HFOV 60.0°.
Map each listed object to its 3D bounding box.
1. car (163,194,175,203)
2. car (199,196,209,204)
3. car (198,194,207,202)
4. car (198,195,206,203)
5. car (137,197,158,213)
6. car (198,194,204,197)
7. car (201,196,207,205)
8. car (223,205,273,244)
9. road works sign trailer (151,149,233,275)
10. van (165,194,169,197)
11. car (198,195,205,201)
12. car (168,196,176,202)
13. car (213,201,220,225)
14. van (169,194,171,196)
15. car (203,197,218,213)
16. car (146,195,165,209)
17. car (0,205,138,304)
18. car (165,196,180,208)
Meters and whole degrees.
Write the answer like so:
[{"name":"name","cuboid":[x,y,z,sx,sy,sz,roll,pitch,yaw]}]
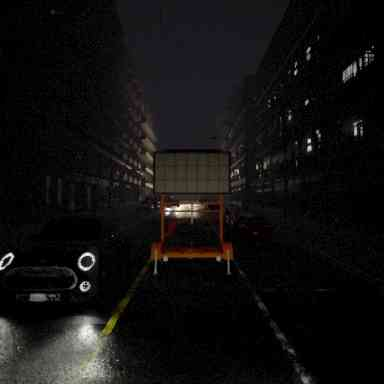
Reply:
[{"name":"car","cuboid":[-5.263,1.491,76.709,2.192,1.841,5.009,1,0,0]},{"name":"car","cuboid":[2.620,1.593,71.116,1.967,1.590,4.097,1,0,0]},{"name":"car","cuboid":[2.584,1.514,82.178,2.192,1.841,5.009,1,0,0]},{"name":"car","cuboid":[2.606,1.657,60.054,1.887,1.381,4.507,1,0,0]},{"name":"car","cuboid":[-5.282,1.576,37.826,1.752,1.417,4.829,2,0,0]},{"name":"car","cuboid":[2.608,1.676,65.584,1.887,1.381,4.507,1,0,0]},{"name":"car","cuboid":[2.600,1.614,43.462,2.008,1.369,4.403,1,0,0]},{"name":"car","cuboid":[2.590,1.556,15.808,1.887,1.381,4.507,1,0,0]},{"name":"road works sign trailer","cuboid":[0.001,0.470,10.477,2.380,3.560,2.880,0,0,0]},{"name":"van","cuboid":[-5.271,1.434,54.587,1.690,1.788,3.998,2,0,0]},{"name":"car","cuboid":[2.585,1.693,93.241,1.967,1.590,4.097,1,0,0]},{"name":"car","cuboid":[-5.266,1.791,87.771,1.947,1.339,4.313,1,0,0]},{"name":"car","cuboid":[2.593,1.544,21.510,1.752,1.417,4.829,1,0,0]},{"name":"van","cuboid":[-5.270,1.453,60.119,1.690,1.788,3.998,1,0,0]},{"name":"car","cuboid":[2.598,1.596,37.930,1.887,1.381,4.507,1,0,0]},{"name":"car","cuboid":[-5.274,1.379,43.528,2.192,1.841,5.009,2,0,0]},{"name":"car","cuboid":[-2.844,1.356,8.379,2.097,1.767,4.553,0,0,0]},{"name":"car","cuboid":[-2.827,1.680,49.796,1.895,1.301,4.718,0,0,0]}]
